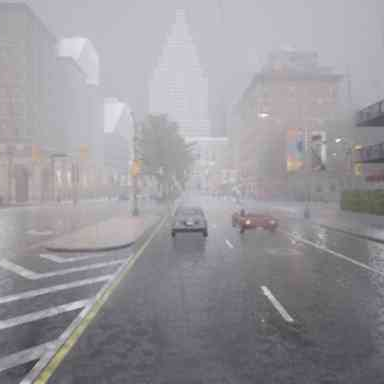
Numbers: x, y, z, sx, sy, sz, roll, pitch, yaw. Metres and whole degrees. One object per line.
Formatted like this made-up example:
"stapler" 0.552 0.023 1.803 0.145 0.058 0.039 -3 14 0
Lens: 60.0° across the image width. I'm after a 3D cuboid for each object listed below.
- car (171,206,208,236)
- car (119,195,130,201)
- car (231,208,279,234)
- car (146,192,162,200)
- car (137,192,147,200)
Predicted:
"car" -0.151 1.480 17.871 2.033 1.411 5.357 0 0 -1
"car" -15.935 1.348 78.175 1.895 1.301 4.718 0 0 -1
"car" 3.336 1.521 18.683 1.895 1.301 4.718 0 0 -1
"car" -9.235 1.247 81.397 2.128 1.511 4.902 0 0 -1
"car" -12.734 1.257 81.335 1.812 1.442 4.674 0 0 -1
